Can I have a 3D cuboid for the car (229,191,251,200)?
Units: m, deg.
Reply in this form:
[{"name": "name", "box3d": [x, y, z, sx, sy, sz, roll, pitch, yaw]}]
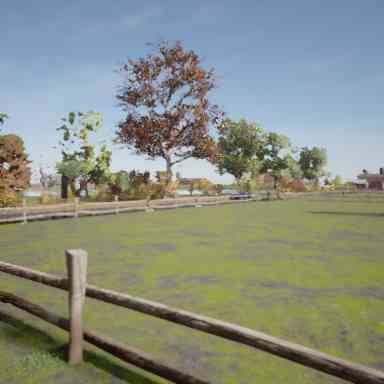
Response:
[{"name": "car", "box3d": [7.874, 0.555, 54.440, 1.895, 1.301, 4.718, 1, 1, 37]}]
